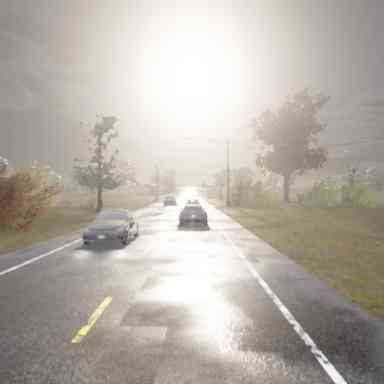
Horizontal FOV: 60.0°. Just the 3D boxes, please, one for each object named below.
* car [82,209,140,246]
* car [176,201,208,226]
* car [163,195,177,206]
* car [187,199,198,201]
[{"bbox_3d":[-3.600,1.527,15.521,1.812,1.442,4.674,0,0,0],"label":"car"},{"bbox_3d":[0.098,1.565,23.768,1.994,1.385,4.181,0,0,0],"label":"car"},{"bbox_3d":[-3.568,1.343,54.797,2.097,1.767,4.553,0,0,0],"label":"car"},{"bbox_3d":[0.099,1.544,41.053,2.033,1.411,5.357,0,0,0],"label":"car"}]
